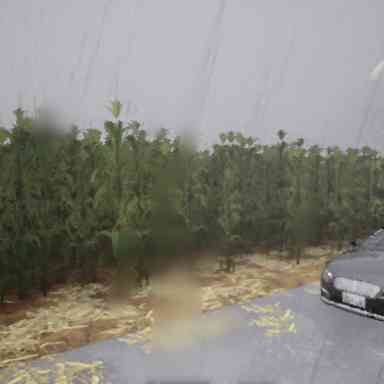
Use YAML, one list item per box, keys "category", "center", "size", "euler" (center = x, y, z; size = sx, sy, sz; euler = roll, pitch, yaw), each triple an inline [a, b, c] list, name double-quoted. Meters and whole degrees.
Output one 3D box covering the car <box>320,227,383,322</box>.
- category: "car"
  center: [4.573, 1.404, 6.673]
  size: [4.902, 1.511, 2.128]
  euler: [-1, 1, -35]
